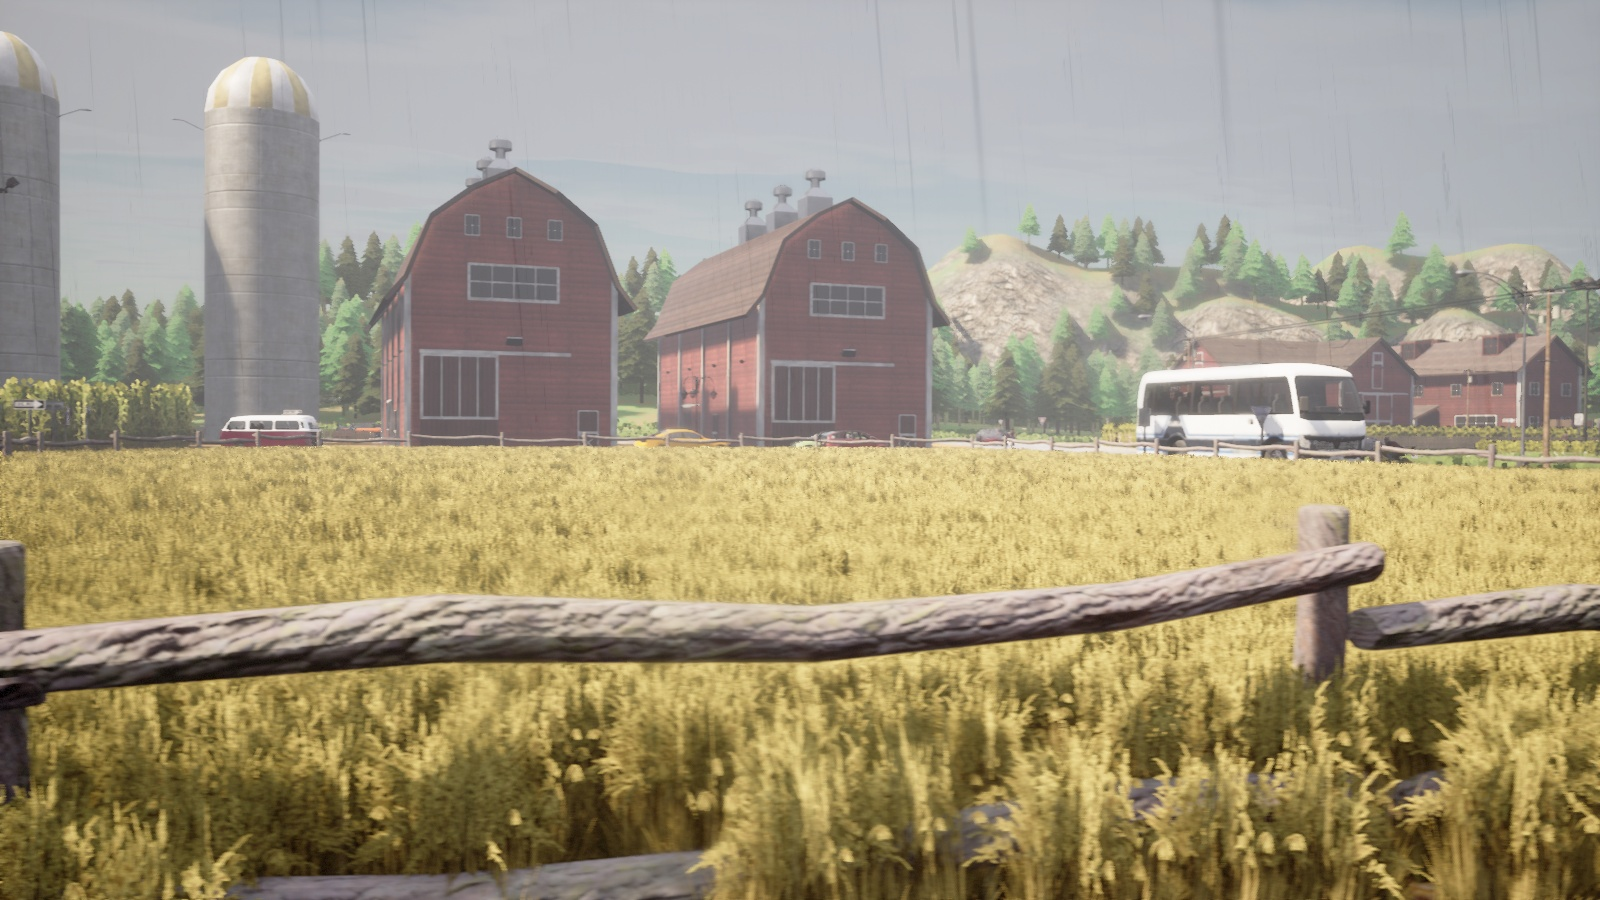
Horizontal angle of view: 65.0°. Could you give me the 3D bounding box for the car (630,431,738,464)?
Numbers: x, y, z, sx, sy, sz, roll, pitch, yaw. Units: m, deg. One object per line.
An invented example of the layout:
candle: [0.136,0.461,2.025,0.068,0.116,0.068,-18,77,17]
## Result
car: [-5.822,-0.156,63.058,5.008,1.535,1.882,-1,1,-24]

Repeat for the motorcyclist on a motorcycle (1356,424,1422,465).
motorcyclist on a motorcycle: [22.548,-0.218,48.133,0.866,1.530,2.191,-1,1,-29]

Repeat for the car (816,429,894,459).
car: [2.905,-0.331,66.576,3.705,1.549,1.789,-1,1,-16]

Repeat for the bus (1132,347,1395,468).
bus: [17.912,-1.596,49.723,3.944,4.253,10.273,-1,1,-21]

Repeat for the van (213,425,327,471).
van: [-25.143,-0.097,59.660,4.480,2.038,2.069,-1,2,1]

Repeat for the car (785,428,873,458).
car: [1.596,-0.403,69.871,4.514,1.525,2.007,-1,1,-10]
